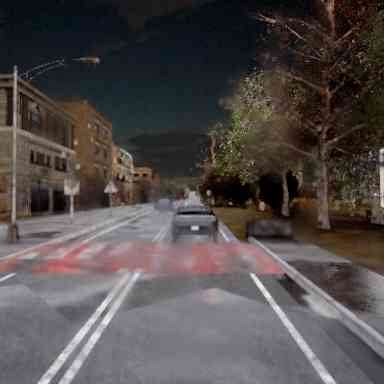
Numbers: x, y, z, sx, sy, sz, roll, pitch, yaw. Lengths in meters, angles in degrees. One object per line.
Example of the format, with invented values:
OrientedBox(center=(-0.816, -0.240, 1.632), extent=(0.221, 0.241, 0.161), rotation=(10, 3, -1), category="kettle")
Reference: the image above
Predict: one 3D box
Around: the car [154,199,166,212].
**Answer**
OrientedBox(center=(-3.229, 1.505, 39.202), extent=(1.812, 1.442, 4.674), rotation=(0, 0, 0), category="car")

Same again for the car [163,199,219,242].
OrientedBox(center=(0.117, 1.356, 14.632), extent=(2.128, 1.511, 4.902), rotation=(0, -6, 0), category="car")
